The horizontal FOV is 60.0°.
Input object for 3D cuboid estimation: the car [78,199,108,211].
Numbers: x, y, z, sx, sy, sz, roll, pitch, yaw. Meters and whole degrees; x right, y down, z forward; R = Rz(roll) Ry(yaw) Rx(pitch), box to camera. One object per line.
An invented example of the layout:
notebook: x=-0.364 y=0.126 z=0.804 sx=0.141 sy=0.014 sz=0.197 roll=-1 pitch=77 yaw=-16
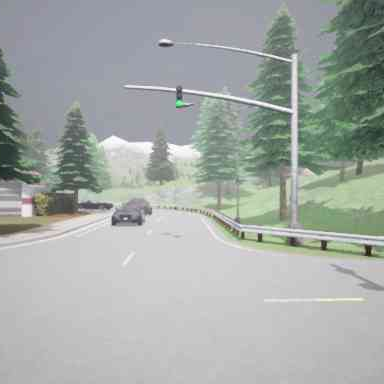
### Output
car: x=-12.103 y=1.579 z=40.897 sx=4.718 sy=1.301 sz=1.895 roll=0 pitch=0 yaw=13

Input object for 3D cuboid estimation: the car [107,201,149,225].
car: x=-4.406 y=1.548 z=23.494 sx=1.994 sy=1.385 sz=4.181 roll=0 pitch=0 yaw=-3

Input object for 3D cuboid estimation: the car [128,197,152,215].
car: x=-5.402 y=1.331 z=33.269 sx=2.097 sy=1.767 sz=4.553 roll=0 pitch=0 yaw=-20
